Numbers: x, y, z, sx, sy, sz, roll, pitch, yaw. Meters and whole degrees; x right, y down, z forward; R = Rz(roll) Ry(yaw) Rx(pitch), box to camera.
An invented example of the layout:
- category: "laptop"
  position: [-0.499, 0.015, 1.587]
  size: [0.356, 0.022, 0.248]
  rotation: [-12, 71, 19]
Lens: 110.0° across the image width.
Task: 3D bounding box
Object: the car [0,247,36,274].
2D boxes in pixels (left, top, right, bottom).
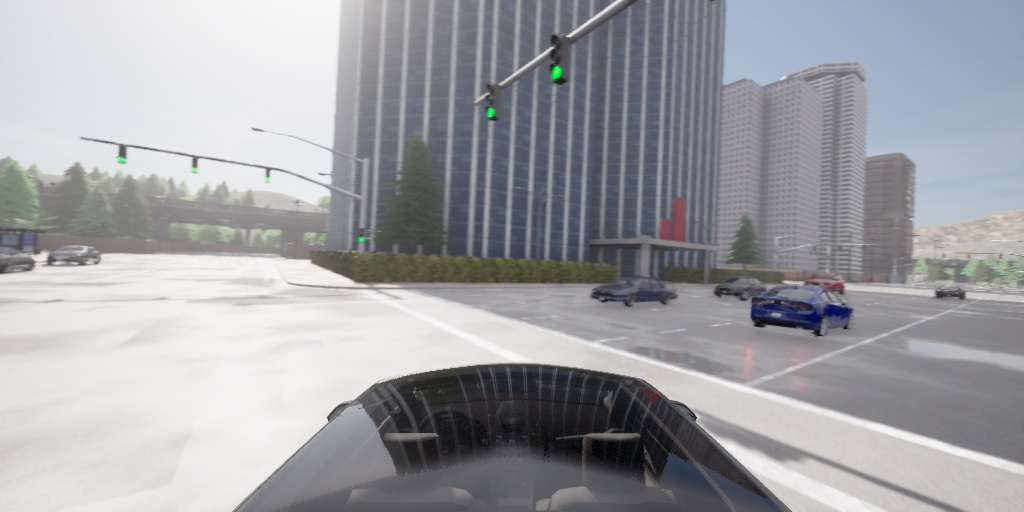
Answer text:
- category: "car"
  position: [-28.211, 0.203, 19.444]
  size: [1.994, 1.385, 4.181]
  rotation: [3, -1, -34]

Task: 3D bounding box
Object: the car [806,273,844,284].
- category: "car"
  position: [31.497, 2.796, 36.102]
  size: [5.566, 2.045, 2.150]
  rotation: [3, -1, -35]

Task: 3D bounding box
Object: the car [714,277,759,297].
- category: "car"
  position: [16.339, 2.267, 25.597]
  size: [4.892, 1.490, 1.837]
  rotation: [3, -1, -35]

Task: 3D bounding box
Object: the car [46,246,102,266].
- category: "car"
  position: [-34.101, -0.048, 28.059]
  size: [2.128, 1.511, 4.902]
  rotation: [3, -1, -34]

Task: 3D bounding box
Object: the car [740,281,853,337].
- category: "car"
  position: [10.382, 1.826, 12.759]
  size: [5.008, 1.535, 1.882]
  rotation: [3, -1, -35]

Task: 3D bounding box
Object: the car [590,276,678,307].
- category: "car"
  position: [6.505, 1.781, 18.713]
  size: [5.357, 1.411, 2.033]
  rotation: [3, -1, -35]

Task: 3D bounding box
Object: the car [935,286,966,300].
- category: "car"
  position: [47.139, 3.924, 38.518]
  size: [4.718, 1.301, 1.895]
  rotation: [3, -1, -35]
